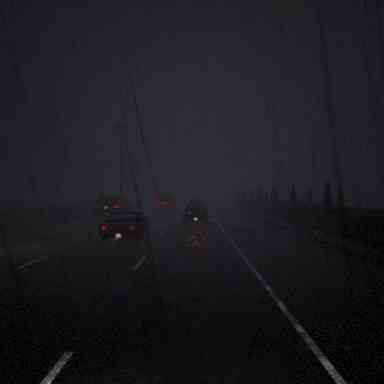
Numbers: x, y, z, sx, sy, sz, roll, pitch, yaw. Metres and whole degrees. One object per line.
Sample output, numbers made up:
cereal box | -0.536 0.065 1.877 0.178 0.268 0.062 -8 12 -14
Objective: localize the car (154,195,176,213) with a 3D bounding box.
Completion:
car | -3.127 1.354 39.063 2.150 2.045 5.566 0 -1 0

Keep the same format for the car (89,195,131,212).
car | -6.704 1.314 28.660 2.150 2.045 5.566 0 0 0

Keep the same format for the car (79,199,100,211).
car | -17.112 2.200 55.909 2.097 1.767 4.553 0 -4 1

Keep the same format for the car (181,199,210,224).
car | 0.273 1.592 25.407 1.837 1.490 4.892 0 0 0

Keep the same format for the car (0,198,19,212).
car | -20.824 1.459 35.977 2.097 1.767 4.553 0 0 1

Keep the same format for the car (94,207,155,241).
car | -3.286 1.657 17.140 1.895 1.301 4.718 0 0 0

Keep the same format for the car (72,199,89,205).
car | -13.760 1.682 42.365 1.837 1.490 4.892 0 -2 1
